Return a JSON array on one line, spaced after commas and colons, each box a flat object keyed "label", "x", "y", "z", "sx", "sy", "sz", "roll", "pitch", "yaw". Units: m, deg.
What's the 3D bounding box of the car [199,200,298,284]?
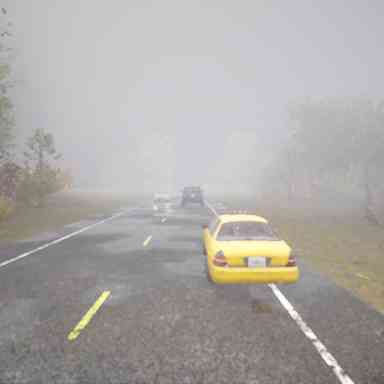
[{"label": "car", "x": 1.227, "y": 1.222, "z": 8.841, "sx": 1.801, "sy": 1.575, "sz": 5.366, "roll": 0, "pitch": 1, "yaw": 0}]

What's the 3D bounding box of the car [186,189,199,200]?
[{"label": "car", "x": 0.048, "y": 0.355, "z": 47.824, "sx": 1.812, "sy": 1.442, "sz": 4.674, "roll": 0, "pitch": 1, "yaw": 0}]

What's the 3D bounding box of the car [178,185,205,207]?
[{"label": "car", "x": 0.070, "y": 0.391, "z": 33.095, "sx": 2.150, "sy": 2.045, "sz": 5.566, "roll": 0, "pitch": 2, "yaw": 0}]

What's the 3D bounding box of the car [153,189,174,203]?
[{"label": "car", "x": -3.578, "y": 0.523, "z": 40.470, "sx": 1.812, "sy": 1.442, "sz": 4.674, "roll": 0, "pitch": 1, "yaw": 0}]

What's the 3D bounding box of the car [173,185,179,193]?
[{"label": "car", "x": -3.469, "y": -0.729, "z": 83.601, "sx": 2.150, "sy": 2.045, "sz": 5.566, "roll": 0, "pitch": 1, "yaw": 0}]
